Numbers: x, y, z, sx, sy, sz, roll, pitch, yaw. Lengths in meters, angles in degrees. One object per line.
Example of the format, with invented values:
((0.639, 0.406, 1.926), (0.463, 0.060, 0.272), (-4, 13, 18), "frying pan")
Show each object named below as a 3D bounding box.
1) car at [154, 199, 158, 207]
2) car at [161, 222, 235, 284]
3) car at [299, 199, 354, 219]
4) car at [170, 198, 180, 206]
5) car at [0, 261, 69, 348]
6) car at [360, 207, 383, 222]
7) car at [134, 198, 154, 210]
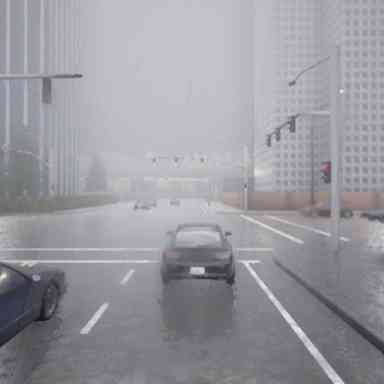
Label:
((-7.097, 1.882, 57.756), (2.128, 1.511, 4.902), (0, 0, 0), "car")
((0.197, 1.592, 9.659), (1.812, 1.442, 4.674), (0, 0, 2), "car")
((12.398, 1.561, 30.938), (4.553, 1.767, 2.097), (0, 0, 0), "car")
((-3.433, 2.001, 67.068), (2.033, 1.411, 5.357), (0, 0, 0), "car")
((-3.430, 1.578, 4.305), (2.033, 1.411, 5.357), (0, 0, 0), "car")
((16.871, 1.733, 27.416), (5.357, 1.411, 2.033), (0, 0, 0), "car")
((-7.118, 1.815, 47.695), (2.128, 1.511, 4.902), (0, 0, 0), "car")
